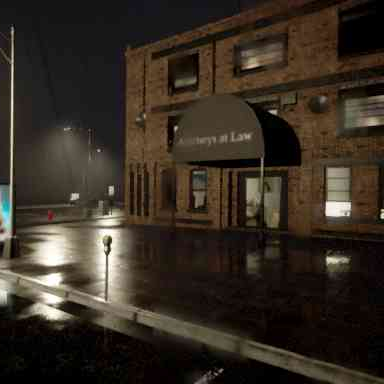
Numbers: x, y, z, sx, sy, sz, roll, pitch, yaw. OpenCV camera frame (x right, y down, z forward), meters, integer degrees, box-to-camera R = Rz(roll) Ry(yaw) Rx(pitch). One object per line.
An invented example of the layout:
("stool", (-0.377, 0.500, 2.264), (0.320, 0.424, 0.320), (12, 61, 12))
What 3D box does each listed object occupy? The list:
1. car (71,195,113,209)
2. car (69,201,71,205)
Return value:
("car", (-11.998, 1.136, 41.129), (2.097, 1.767, 4.553), (1, 1, 36))
("car", (-13.823, 1.334, 44.145), (1.895, 1.301, 4.718), (1, 1, 36))
